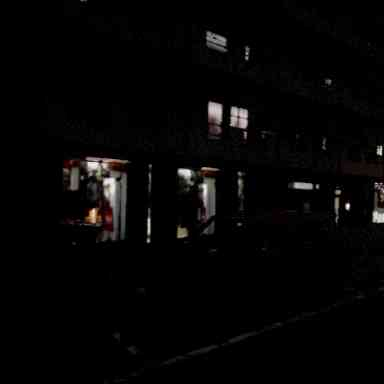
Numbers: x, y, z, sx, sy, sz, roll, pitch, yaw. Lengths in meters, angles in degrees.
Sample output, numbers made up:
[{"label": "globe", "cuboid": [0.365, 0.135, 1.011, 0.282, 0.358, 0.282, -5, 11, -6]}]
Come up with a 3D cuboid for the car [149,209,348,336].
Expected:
[{"label": "car", "cuboid": [1.229, 1.343, 6.943, 5.009, 1.841, 2.192, 0, 1, -35]}]

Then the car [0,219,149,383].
[{"label": "car", "cuboid": [-3.274, 1.312, 3.733, 5.009, 1.841, 2.192, 0, 1, -35]}]
